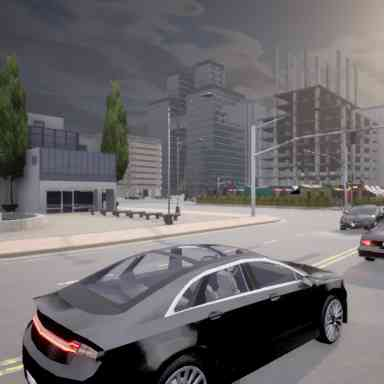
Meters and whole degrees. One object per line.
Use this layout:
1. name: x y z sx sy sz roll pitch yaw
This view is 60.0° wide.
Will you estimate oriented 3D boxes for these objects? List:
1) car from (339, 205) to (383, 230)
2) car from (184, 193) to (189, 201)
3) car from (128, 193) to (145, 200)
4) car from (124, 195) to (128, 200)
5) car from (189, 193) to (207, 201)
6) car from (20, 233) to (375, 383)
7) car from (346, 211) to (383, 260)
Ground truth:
1. car: 10.467 1.555 20.080 1.837 1.490 4.892 0 0 42
2. car: -0.190 1.156 76.511 1.905 1.878 3.866 0 0 43
3. car: -14.440 1.156 90.002 1.905 1.878 3.866 0 0 43
4. car: -16.501 1.153 92.036 1.932 1.855 4.605 0 0 43
5. car: 1.901 1.395 74.508 1.970 1.475 3.806 0 0 43
6. car: 0.382 1.492 4.602 4.902 1.511 2.128 0 0 -41
7. car: 7.305 1.547 11.311 2.033 1.411 5.357 0 0 43
